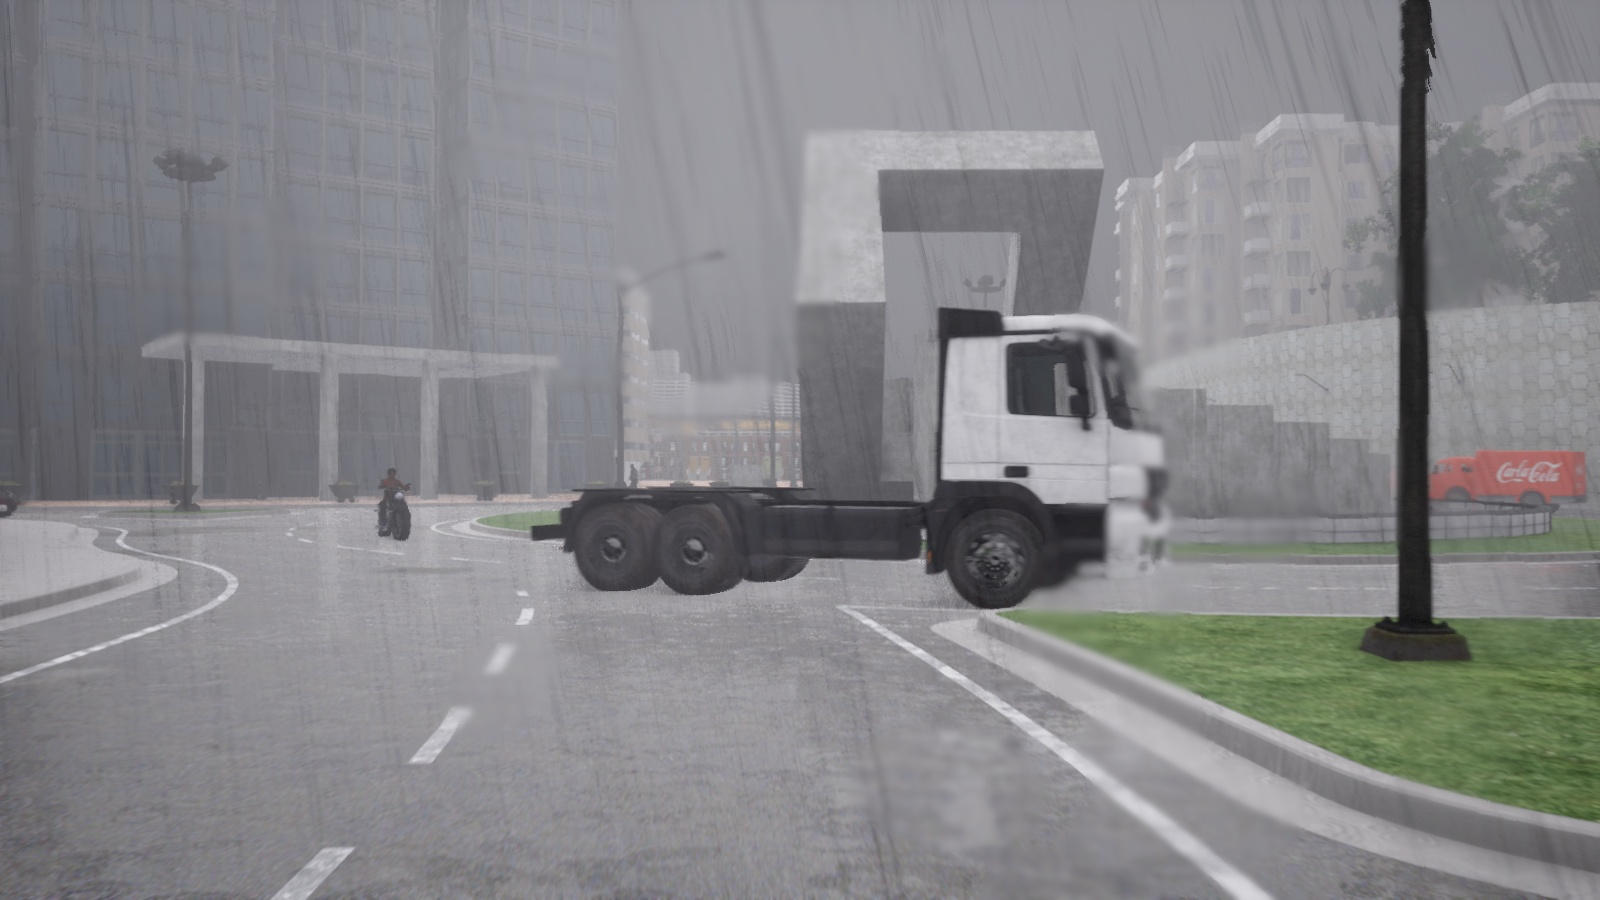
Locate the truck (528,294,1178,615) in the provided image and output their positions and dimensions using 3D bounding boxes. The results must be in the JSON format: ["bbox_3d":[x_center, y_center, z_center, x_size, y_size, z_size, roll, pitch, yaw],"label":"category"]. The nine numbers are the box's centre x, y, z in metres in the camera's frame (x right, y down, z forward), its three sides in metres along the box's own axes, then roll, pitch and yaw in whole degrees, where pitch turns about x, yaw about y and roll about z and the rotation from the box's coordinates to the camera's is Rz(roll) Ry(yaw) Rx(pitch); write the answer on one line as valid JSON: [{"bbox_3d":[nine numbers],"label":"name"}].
[{"bbox_3d":[0.632,0.104,16.376,7.936,3.462,2.891,-1,-1,23],"label":"truck"}]

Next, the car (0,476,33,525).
[{"bbox_3d":[-26.706,1.577,38.935,4.792,1.488,2.163,0,-1,11],"label":"car"}]

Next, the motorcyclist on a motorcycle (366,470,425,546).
[{"bbox_3d":[-9.144,1.277,28.323,0.766,1.649,2.350,1,-1,-30],"label":"motorcyclist on a motorcycle"}]

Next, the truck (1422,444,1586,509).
[{"bbox_3d":[28.112,1.053,50.275,5.204,2.467,2.627,-1,-1,44],"label":"truck"}]

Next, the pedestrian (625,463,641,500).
[{"bbox_3d":[-8.421,1.564,63.279,0.694,1.848,0.540,0,-1,-17],"label":"pedestrian"}]
